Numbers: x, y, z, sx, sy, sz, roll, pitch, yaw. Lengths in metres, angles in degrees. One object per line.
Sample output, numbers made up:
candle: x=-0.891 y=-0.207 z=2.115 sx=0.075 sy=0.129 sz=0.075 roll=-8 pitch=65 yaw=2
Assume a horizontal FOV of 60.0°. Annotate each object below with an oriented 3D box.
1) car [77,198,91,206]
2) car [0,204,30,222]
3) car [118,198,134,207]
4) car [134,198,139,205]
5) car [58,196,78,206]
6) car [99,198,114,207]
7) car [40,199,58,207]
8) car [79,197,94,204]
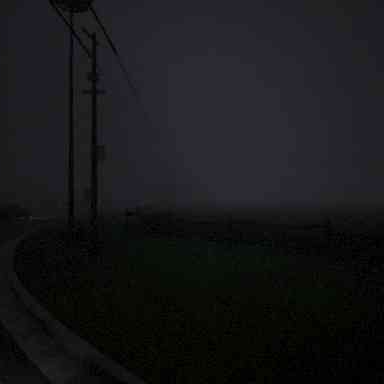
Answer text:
car: x=-19.536 y=2.011 z=62.948 sx=1.994 sy=1.385 sz=4.181 roll=0 pitch=0 yaw=0
car: x=-15.719 y=1.741 z=28.495 sx=1.812 sy=1.442 sz=4.674 roll=0 pitch=-1 yaw=0
car: x=-12.425 y=1.948 z=61.064 sx=1.812 sy=1.442 sz=4.674 roll=0 pitch=0 yaw=0
car: x=-12.601 y=2.003 z=73.392 sx=1.837 sy=1.490 sz=4.892 roll=0 pitch=0 yaw=0
car: x=-23.036 y=1.980 z=63.020 sx=1.812 sy=1.442 sz=4.674 roll=0 pitch=0 yaw=0
car: x=-16.033 y=1.943 z=62.554 sx=1.837 sy=1.490 sz=4.892 roll=0 pitch=0 yaw=0
car: x=-26.533 y=2.004 z=62.487 sx=2.033 sy=1.411 sz=5.357 roll=0 pitch=0 yaw=0
car: x=-23.099 y=1.904 z=72.930 sx=1.994 sy=1.385 sz=4.181 roll=0 pitch=0 yaw=0
